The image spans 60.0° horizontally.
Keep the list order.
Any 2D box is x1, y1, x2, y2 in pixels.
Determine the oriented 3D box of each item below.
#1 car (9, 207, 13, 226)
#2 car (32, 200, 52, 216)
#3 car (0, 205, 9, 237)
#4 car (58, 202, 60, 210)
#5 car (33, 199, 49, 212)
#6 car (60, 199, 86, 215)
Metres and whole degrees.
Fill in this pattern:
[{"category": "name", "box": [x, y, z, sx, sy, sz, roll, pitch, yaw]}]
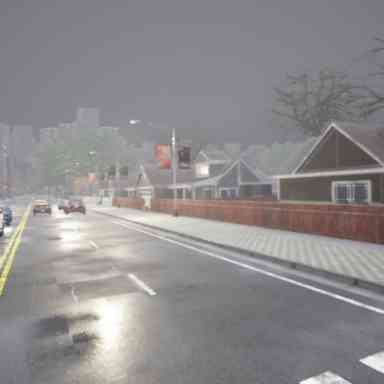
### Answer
[{"category": "car", "box": [-15.164, 1.793, 26.028, 1.882, 1.535, 5.008, -2, 0, -25]}, {"category": "car", "box": [-16.752, 1.809, 37.315, 2.128, 1.511, 4.902, -2, 0, -25]}, {"category": "car", "box": [-10.730, 1.452, 16.575, 2.150, 2.045, 5.566, -2, 0, -25]}, {"category": "car", "box": [-17.814, 1.873, 47.105, 1.994, 1.385, 4.181, -2, 0, -25]}, {"category": "car", "box": [-20.835, 1.870, 45.900, 1.882, 1.535, 5.008, -2, 1, -25]}, {"category": "car", "box": [-13.226, 1.578, 37.353, 2.097, 1.767, 4.553, -2, 0, -25]}]
